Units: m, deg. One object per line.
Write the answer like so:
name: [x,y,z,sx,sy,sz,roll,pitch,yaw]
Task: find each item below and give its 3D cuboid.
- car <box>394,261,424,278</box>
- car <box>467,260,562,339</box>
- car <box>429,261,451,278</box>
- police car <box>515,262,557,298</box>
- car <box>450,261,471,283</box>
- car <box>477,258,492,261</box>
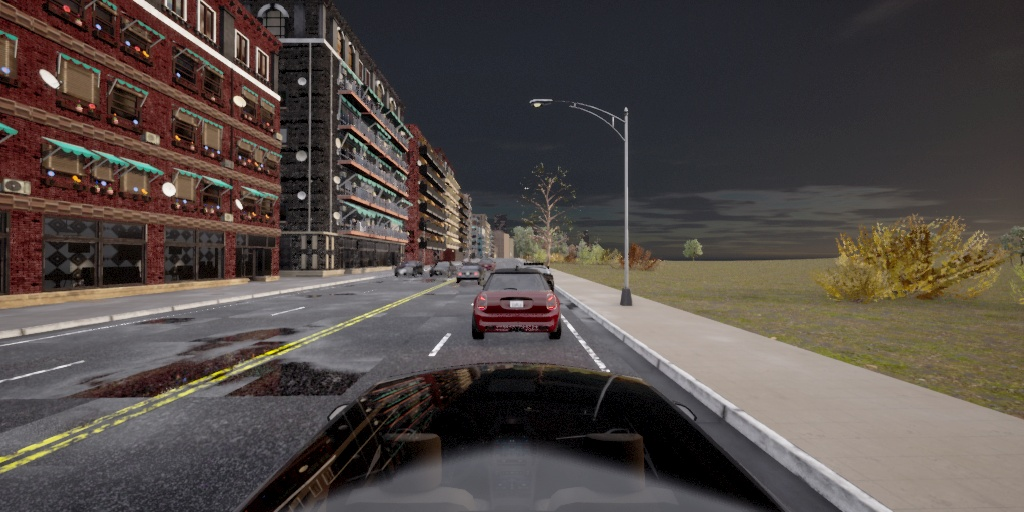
car: [-9.785,1.243,34.317,2.128,1.511,4.902,0,0,0]
car: [0.112,1.103,10.184,2.097,1.767,4.553,0,0,0]
car: [-6.535,1.256,34.079,1.837,1.490,4.892,0,0,0]
police car: [1.173,1.177,19.680,1.930,1.638,5.238,0,0,0]
car: [-3.093,1.299,27.658,2.033,1.411,5.357,0,0,0]
car: [-3.057,1.105,44.277,2.097,1.767,4.553,0,0,-1]
